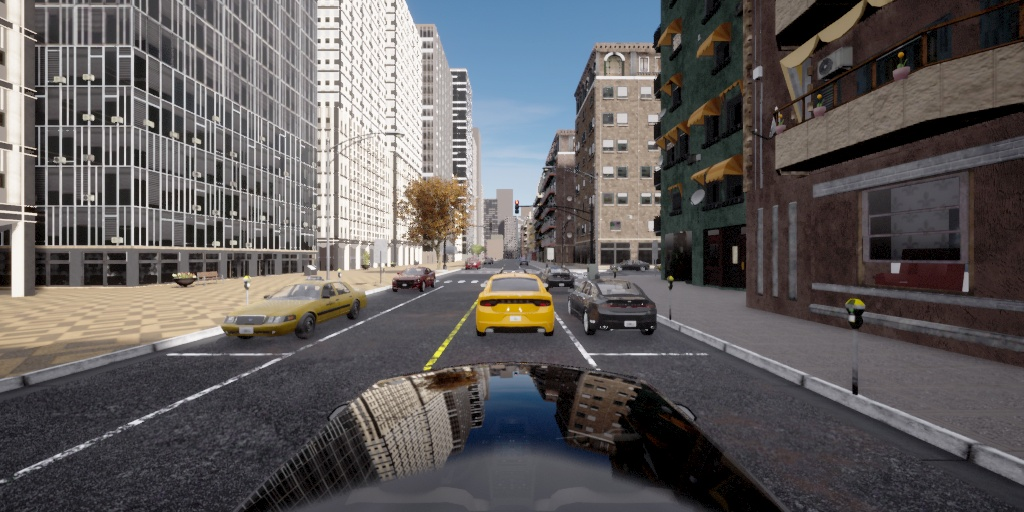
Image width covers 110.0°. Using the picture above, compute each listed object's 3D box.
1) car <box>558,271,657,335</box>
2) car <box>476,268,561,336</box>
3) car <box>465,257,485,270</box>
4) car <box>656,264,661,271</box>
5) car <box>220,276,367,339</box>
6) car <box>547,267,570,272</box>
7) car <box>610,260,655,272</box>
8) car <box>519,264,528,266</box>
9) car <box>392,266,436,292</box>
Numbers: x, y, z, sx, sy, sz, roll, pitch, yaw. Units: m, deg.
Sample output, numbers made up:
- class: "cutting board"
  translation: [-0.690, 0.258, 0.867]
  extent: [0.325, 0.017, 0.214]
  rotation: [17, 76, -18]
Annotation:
- class: "car"
  translation: [2.672, 1.301, 10.291]
  extent: [2.007, 1.370, 4.403]
  rotation: [0, 0, 0]
- class: "car"
  translation: [0.072, 1.228, 10.385]
  extent: [1.882, 1.535, 5.008]
  rotation: [0, 0, 0]
- class: "car"
  translation: [-5.793, 1.099, 53.728]
  extent: [2.192, 1.841, 5.009]
  rotation: [0, 0, 0]
- class: "car"
  translation: [18.755, 1.006, 40.859]
  extent: [4.829, 1.417, 1.751]
  rotation: [0, 0, -1]
- class: "car"
  translation: [-5.708, 1.276, 10.105]
  extent: [1.751, 1.417, 4.829]
  rotation: [0, 0, 0]
- class: "car"
  translation: [2.650, 1.305, 21.357]
  extent: [2.007, 1.370, 4.403]
  rotation: [0, 0, 0]
- class: "car"
  translation: [13.358, 1.109, 40.794]
  extent: [4.403, 1.370, 2.007]
  rotation: [0, 0, -1]
- class: "car"
  translation: [0.063, 1.355, 20.664]
  extent: [1.895, 1.301, 4.718]
  rotation: [0, 0, 0]
- class: "car"
  translation: [-5.730, 1.299, 21.341]
  extent: [1.888, 1.381, 4.507]
  rotation: [0, 0, 0]
